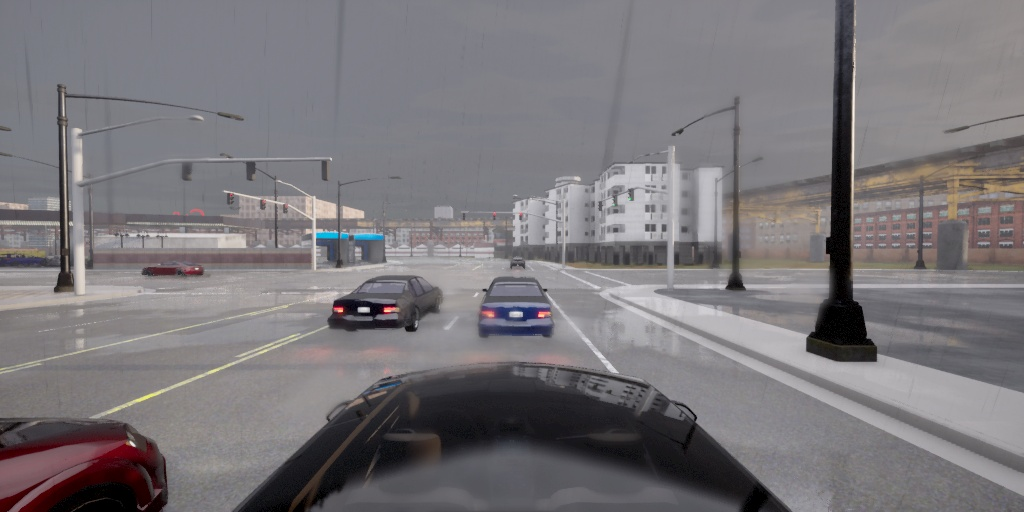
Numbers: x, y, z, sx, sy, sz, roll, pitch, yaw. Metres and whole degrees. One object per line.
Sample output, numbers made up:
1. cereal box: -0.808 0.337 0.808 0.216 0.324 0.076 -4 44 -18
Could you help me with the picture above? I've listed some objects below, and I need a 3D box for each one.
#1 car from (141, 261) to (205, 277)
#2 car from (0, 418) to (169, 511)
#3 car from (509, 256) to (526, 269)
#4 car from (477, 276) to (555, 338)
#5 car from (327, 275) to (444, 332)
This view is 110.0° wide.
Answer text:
1. car: -29.294 1.083 31.042 4.181 1.385 1.994 0 1 0
2. car: -3.395 1.314 0.746 1.994 1.385 4.181 0 0 0
3. car: 0.709 0.787 45.149 1.837 1.490 4.892 0 1 0
4. car: 0.091 1.279 10.140 2.033 1.411 5.357 0 0 0
5. car: -3.405 1.273 10.742 2.033 1.411 5.357 0 0 0
